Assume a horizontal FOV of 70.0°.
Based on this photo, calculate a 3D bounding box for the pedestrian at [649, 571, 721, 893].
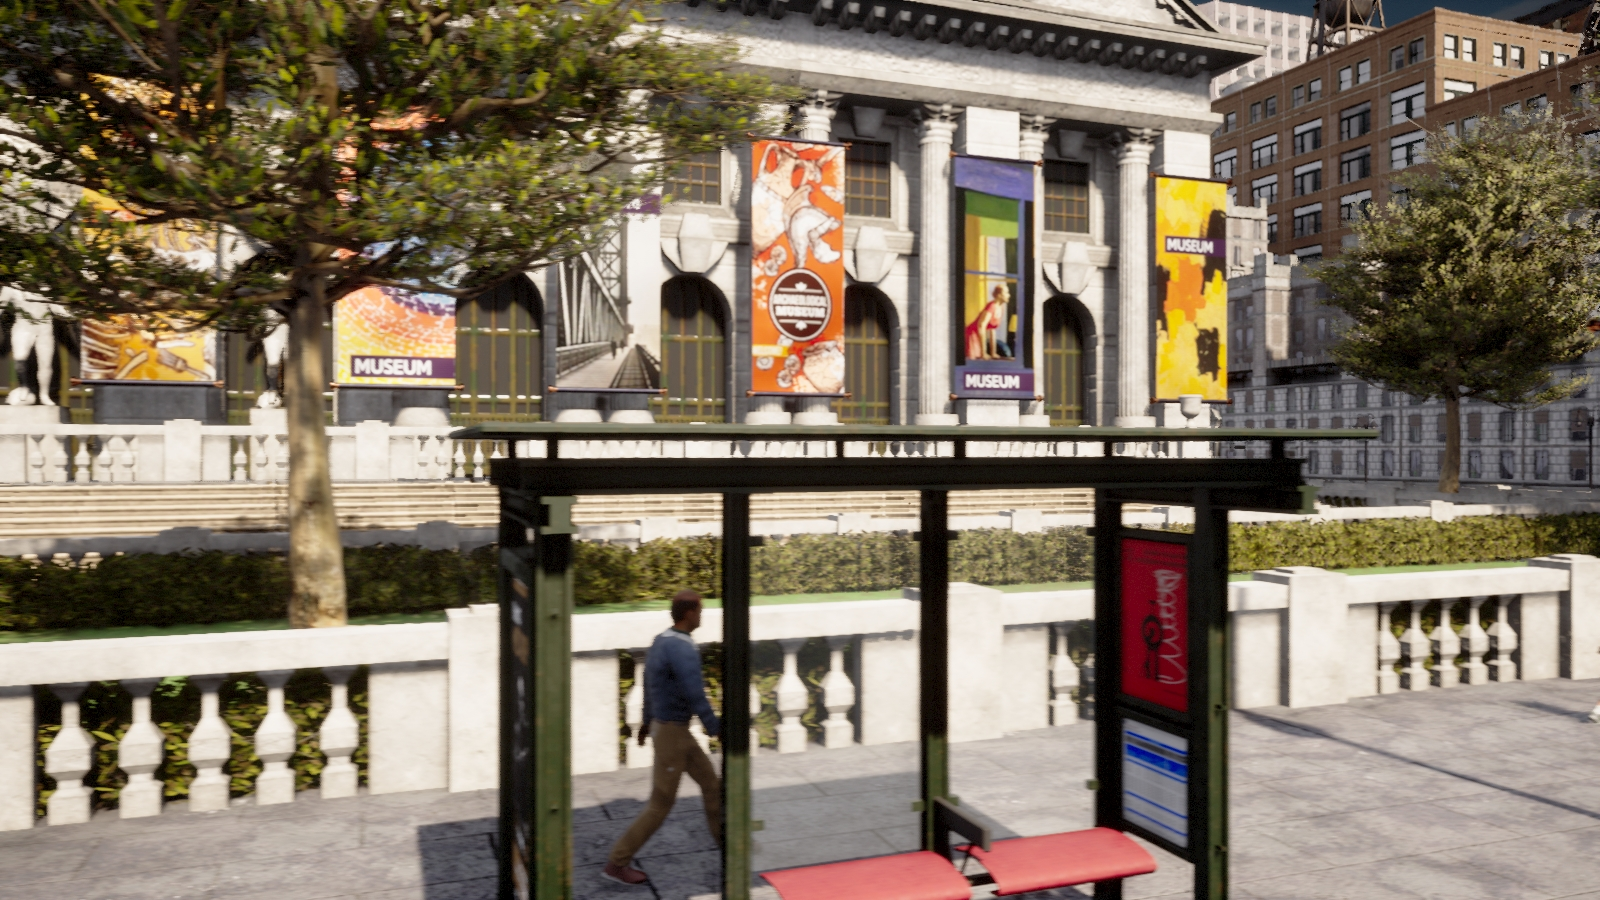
[{"bbox_3d":[-0.709,1.696,7.016,0.375,1.860,0.375,0,0,-17],"label":"pedestrian"}]
